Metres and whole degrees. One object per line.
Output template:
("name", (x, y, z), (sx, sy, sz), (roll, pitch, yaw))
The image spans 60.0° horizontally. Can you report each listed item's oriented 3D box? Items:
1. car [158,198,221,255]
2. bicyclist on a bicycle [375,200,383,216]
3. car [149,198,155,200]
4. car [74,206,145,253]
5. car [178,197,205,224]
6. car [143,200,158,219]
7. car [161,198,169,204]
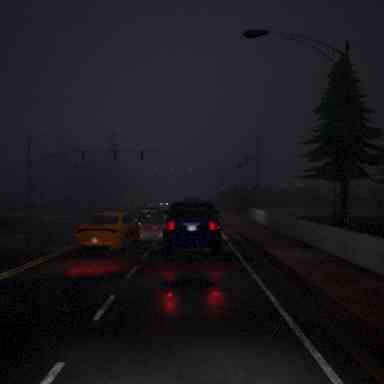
("car", (-0.004, 1.349, 14.028), (2.150, 2.045, 5.566), (0, 0, 0))
("bicyclist on a bicycle", (18.781, 1.616, 33.334), (0.582, 1.620, 1.656), (0, -1, -1))
("car", (-10.532, 2.343, 87.196), (2.128, 1.511, 4.902), (0, -1, 0))
("car", (-3.499, 1.615, 14.478), (1.882, 1.535, 5.008), (0, 0, 0))
("car", (0.005, 1.490, 29.037), (2.150, 2.045, 5.566), (0, 0, 1))
("car", (-3.538, 1.768, 29.289), (2.128, 1.511, 4.902), (0, 0, -1))
("car", (-7.032, 2.342, 87.197), (1.812, 1.442, 4.674), (0, -1, 0))
